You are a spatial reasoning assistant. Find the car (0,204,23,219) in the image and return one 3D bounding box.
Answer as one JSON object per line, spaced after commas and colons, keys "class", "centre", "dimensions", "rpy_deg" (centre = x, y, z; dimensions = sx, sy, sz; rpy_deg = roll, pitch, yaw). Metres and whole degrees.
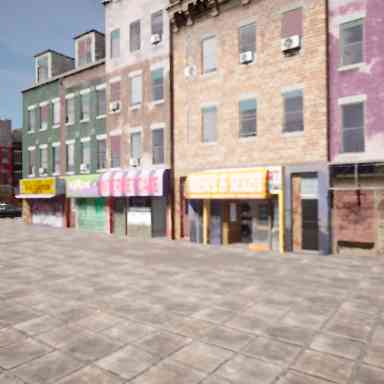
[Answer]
{"class": "car", "centre": [-17.537, 1.867, 31.290], "dimensions": [1.837, 1.490, 4.892], "rpy_deg": [-1, -1, 36]}
